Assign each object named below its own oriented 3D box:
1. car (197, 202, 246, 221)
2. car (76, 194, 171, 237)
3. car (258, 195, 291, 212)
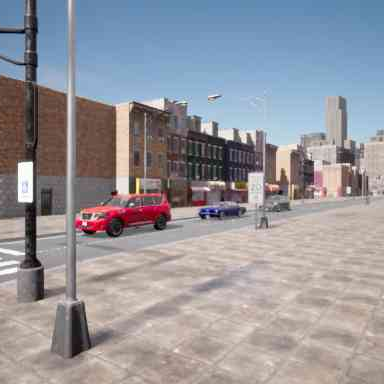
[{"bbox_3d":[2.407,1.435,25.979,1.895,1.301,4.718,0,0,35],"label":"car"},{"bbox_3d":[-3.415,1.118,17.795,2.150,2.045,5.566,0,0,35],"label":"car"},{"bbox_3d":[8.631,1.136,34.688,2.097,1.767,4.553,0,0,36],"label":"car"}]
